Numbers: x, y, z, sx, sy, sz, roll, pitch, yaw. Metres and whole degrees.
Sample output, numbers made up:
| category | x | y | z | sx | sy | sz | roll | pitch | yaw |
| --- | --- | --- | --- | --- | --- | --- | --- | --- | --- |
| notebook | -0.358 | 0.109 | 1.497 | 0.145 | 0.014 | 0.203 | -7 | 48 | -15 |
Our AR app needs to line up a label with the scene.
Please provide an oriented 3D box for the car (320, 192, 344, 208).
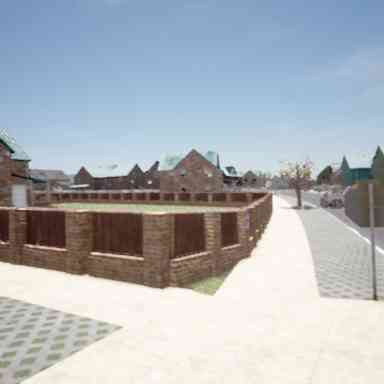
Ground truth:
| category | x | y | z | sx | sy | sz | roll | pitch | yaw |
| --- | --- | --- | --- | --- | --- | --- | --- | --- | --- |
| car | 13.362 | 0.678 | 31.380 | 1.994 | 1.385 | 4.181 | -2 | 1 | 13 |
